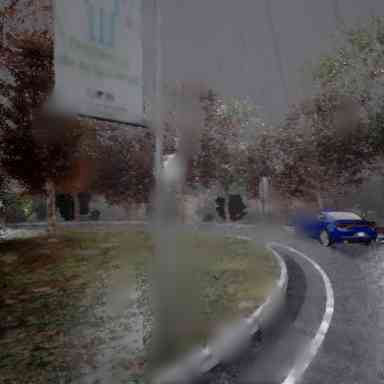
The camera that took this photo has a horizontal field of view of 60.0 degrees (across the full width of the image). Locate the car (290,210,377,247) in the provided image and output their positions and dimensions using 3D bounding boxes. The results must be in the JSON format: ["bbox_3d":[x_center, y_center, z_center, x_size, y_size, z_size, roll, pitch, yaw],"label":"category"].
[{"bbox_3d":[6.272,1.551,15.412,1.882,1.535,5.008,0,-1,-7],"label":"car"}]
